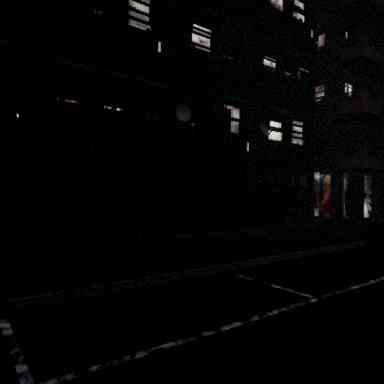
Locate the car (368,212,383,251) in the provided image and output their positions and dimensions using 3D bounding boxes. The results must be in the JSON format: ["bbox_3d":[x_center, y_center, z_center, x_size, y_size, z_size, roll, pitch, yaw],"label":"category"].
[{"bbox_3d":[8.863,1.317,12.859,5.009,1.841,2.192,0,1,-35],"label":"car"}]
